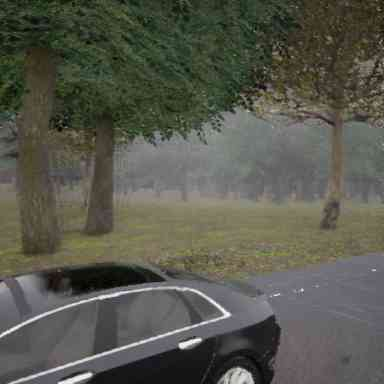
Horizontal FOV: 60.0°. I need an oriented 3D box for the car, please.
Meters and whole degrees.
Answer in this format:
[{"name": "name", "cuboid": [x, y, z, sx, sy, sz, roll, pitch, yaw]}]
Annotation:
[{"name": "car", "cuboid": [-1.265, 1.509, 3.035, 4.892, 1.490, 1.837, 1, -1, -35]}]
